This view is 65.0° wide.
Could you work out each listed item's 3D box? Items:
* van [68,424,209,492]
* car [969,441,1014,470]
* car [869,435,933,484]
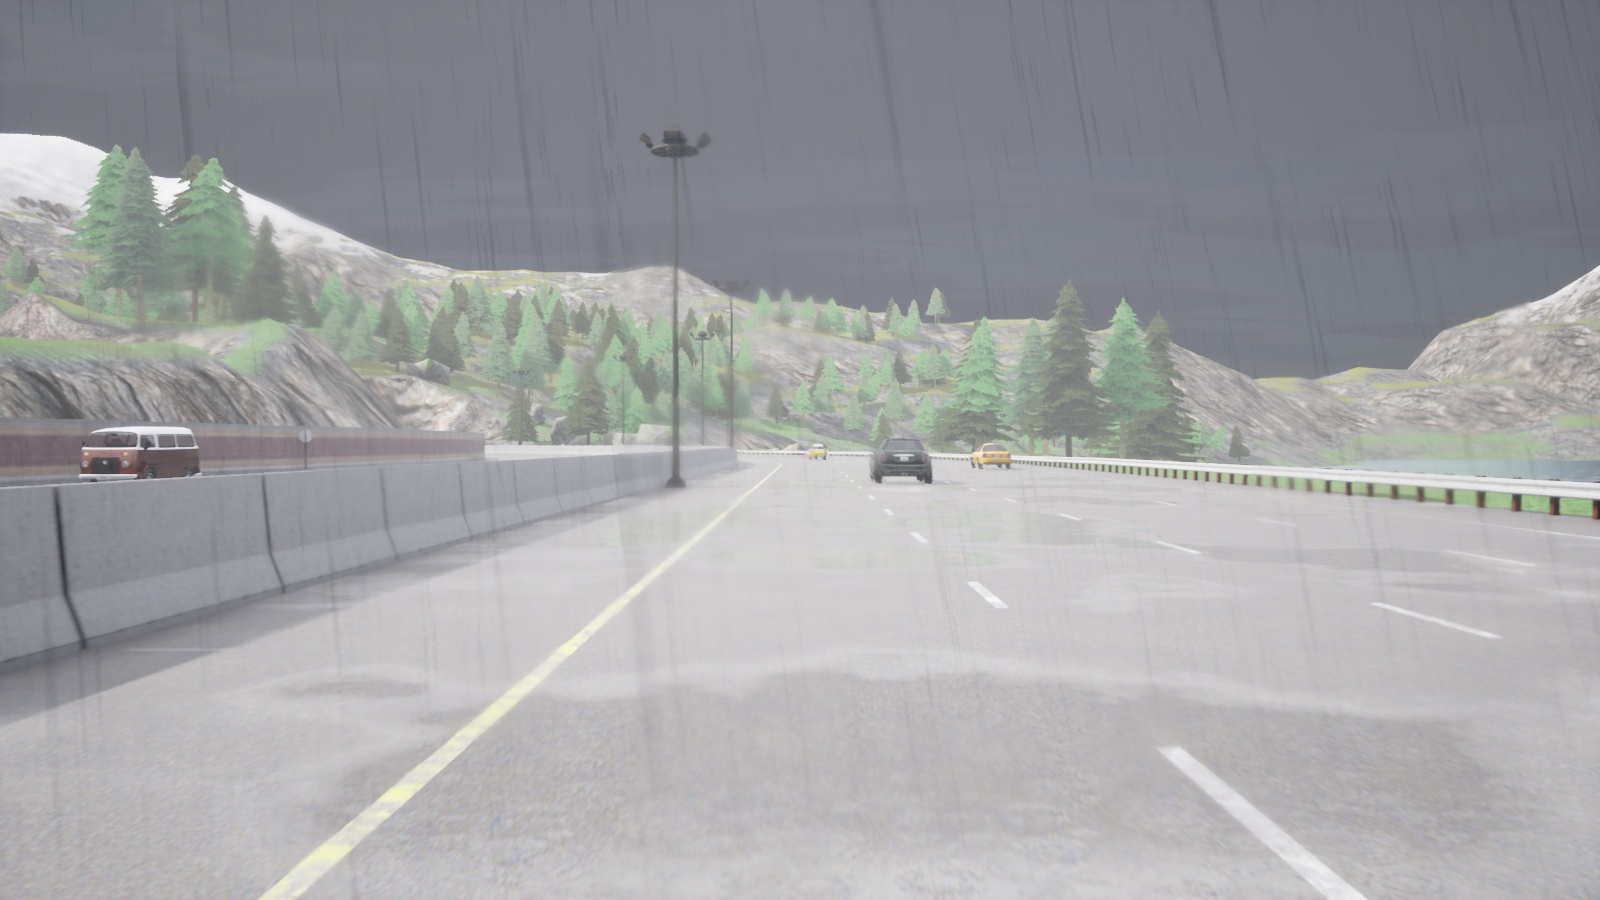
[{"bbox_3d":[-20.757,0.230,39.632,2.069,2.038,4.480,0,0,0],"label":"van"},{"bbox_3d":[10.931,0.287,72.157,1.801,1.575,5.366,0,0,0],"label":"car"},{"bbox_3d":[3.792,0.338,47.885,2.097,1.767,4.553,0,0,0],"label":"car"}]
